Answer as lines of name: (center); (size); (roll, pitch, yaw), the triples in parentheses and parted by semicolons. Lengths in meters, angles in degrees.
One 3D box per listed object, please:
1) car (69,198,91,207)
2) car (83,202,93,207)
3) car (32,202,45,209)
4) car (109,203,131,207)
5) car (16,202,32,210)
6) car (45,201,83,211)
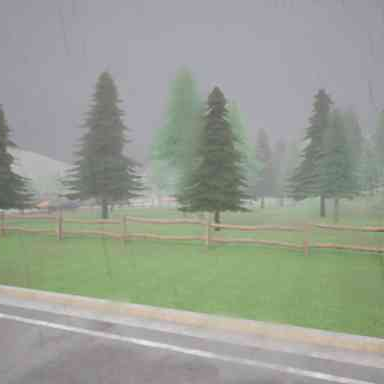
car: (-24.582, 2.253, 73.400); (2.097, 1.767, 4.553); (0, -1, 23)
car: (-21.346, 2.409, 72.067); (2.128, 1.511, 4.902); (0, -1, 23)
car: (-24.031, 2.291, 56.669); (1.882, 1.535, 5.008); (0, -1, 23)
car: (-14.883, 2.082, 69.381); (2.150, 2.045, 5.566); (0, -1, 23)
car: (-27.327, 2.318, 57.863); (2.128, 1.511, 4.902); (0, -1, 23)
car: (-20.996, 2.340, 54.867); (2.033, 1.411, 5.357); (0, -1, 23)
